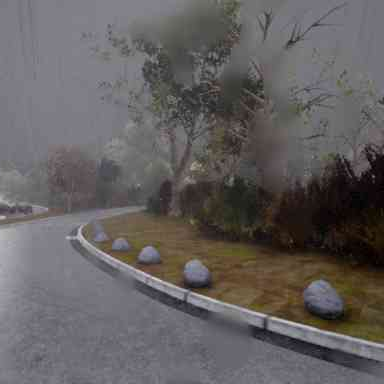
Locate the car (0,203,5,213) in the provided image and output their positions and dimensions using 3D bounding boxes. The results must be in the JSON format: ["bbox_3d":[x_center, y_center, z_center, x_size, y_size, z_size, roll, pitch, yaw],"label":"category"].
[{"bbox_3d":[-24.737,2.013,42.599,1.895,1.301,4.718,0,0,-21],"label":"car"}]

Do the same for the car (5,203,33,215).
[{"bbox_3d":[-20.606,1.989,40.100,1.895,1.301,4.718,0,0,-16],"label":"car"}]
